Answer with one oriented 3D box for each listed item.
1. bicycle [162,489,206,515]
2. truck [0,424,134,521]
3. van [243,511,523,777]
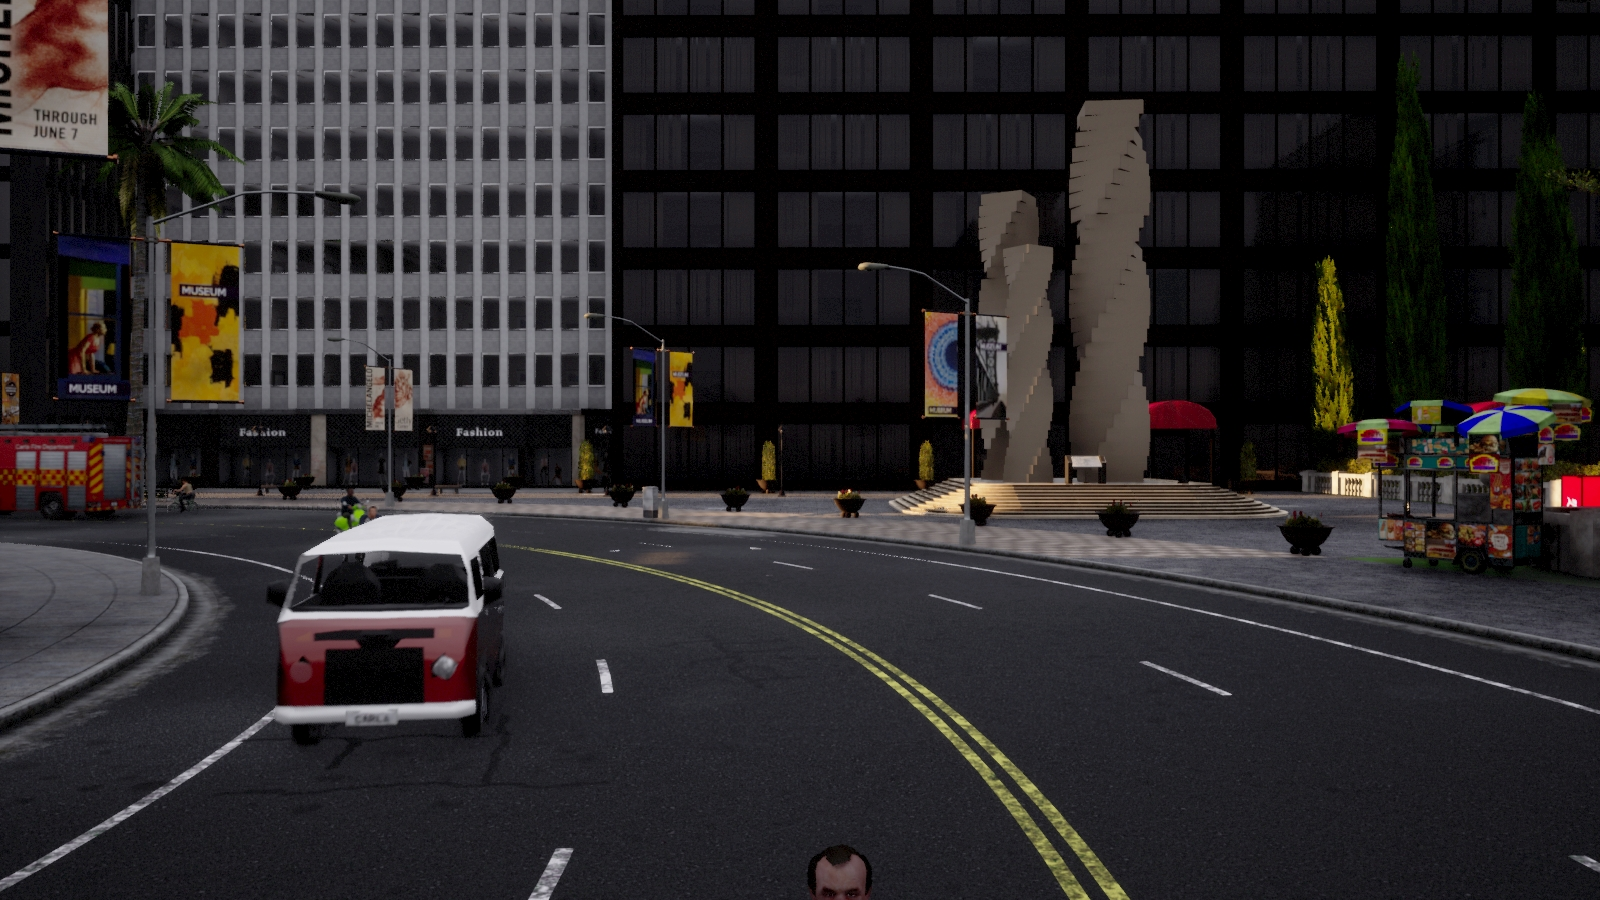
[{"bbox_3d":[-26.642,2.256,49.403,1.487,1.080,0.859,0,0,14],"label":"bicycle"},{"bbox_3d":[-32.253,0.890,47.061,8.468,3.827,2.891,0,0,11],"label":"truck"},{"bbox_3d":[-4.143,1.782,12.163,2.069,2.038,4.480,0,0,-11],"label":"van"}]
